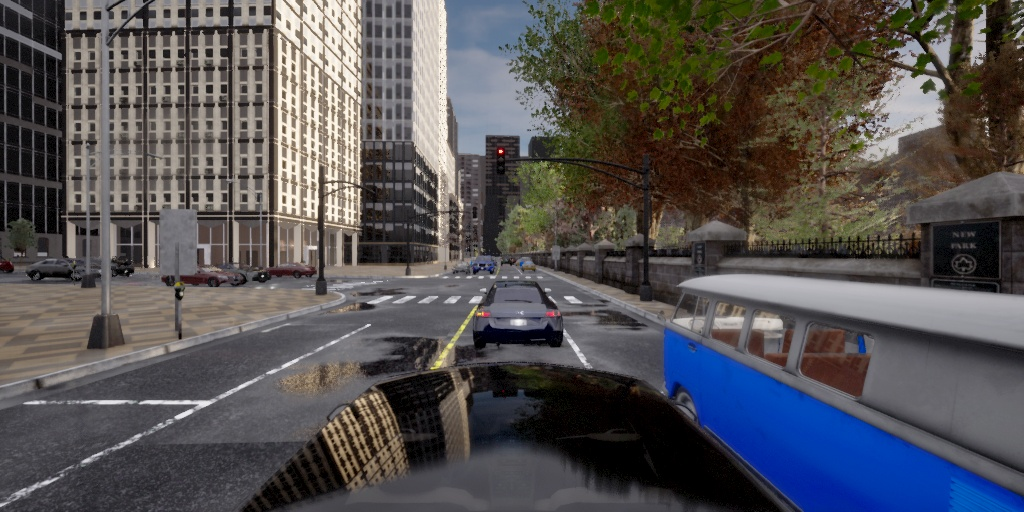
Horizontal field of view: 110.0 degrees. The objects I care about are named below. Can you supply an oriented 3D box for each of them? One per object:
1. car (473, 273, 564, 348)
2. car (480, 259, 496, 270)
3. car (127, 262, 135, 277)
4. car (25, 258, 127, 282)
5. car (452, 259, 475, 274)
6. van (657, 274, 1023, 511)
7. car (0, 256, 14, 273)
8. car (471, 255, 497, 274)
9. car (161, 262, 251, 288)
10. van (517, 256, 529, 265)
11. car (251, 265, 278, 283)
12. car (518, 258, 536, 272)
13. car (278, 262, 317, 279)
[{"bbox_3d":[0.101,1.313,9.254,1.994,1.385,4.181,0,0,-1],"label":"car"},{"bbox_3d":[-3.397,1.222,51.792,2.128,1.511,4.902,0,0,-1],"label":"car"},{"bbox_3d":[-31.740,0.903,27.364,4.892,1.490,1.837,1,0,3],"label":"car"},{"bbox_3d":[-29.770,0.921,24.289,4.902,1.511,2.128,1,0,3],"label":"car"},{"bbox_3d":[-5.631,1.288,40.341,2.007,1.370,4.403,0,0,-1],"label":"car"},{"bbox_3d":[2.568,1.091,2.673,1.690,1.789,3.998,0,0,0],"label":"van"},{"bbox_3d":[-45.534,0.676,30.569,4.097,1.591,1.967,0,0,1],"label":"car"},{"bbox_3d":[-3.168,0.959,40.739,2.150,2.045,5.566,0,0,0],"label":"car"},{"bbox_3d":[-18.151,1.149,21.026,4.207,1.307,1.802,0,0,4],"label":"car"},{"bbox_3d":[2.008,1.071,51.765,1.690,1.789,3.998,0,0,-1],"label":"van"},{"bbox_3d":[-18.277,1.123,23.574,4.181,1.385,1.994,1,0,4],"label":"car"},{"bbox_3d":[2.131,1.259,46.392,1.751,1.417,4.829,0,0,-1],"label":"car"},{"bbox_3d":[-18.085,1.127,29.139,4.207,1.307,1.802,0,0,4],"label":"car"}]
